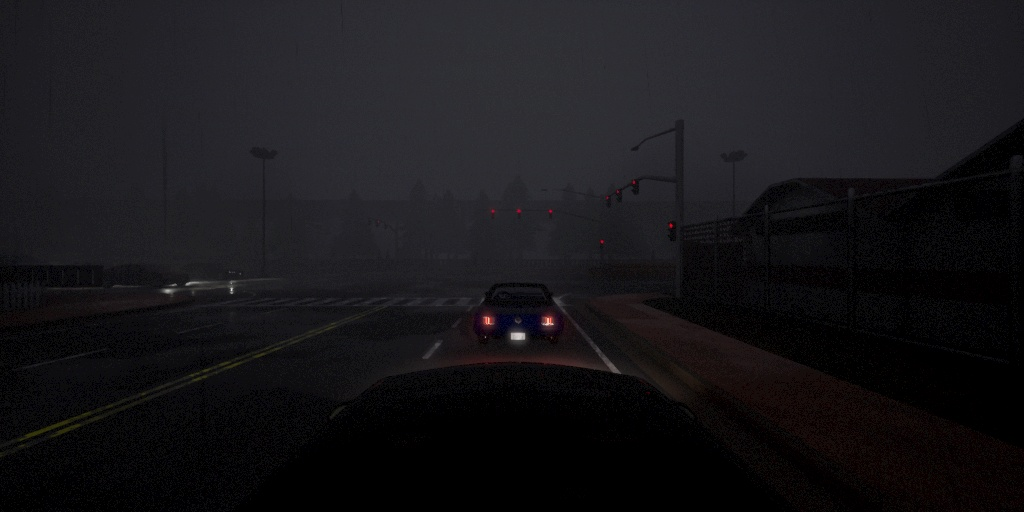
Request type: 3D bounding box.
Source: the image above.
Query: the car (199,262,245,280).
[{"bbox_3d":[-25.313,1.248,30.167,4.892,1.490,1.837,0,0,-1],"label":"car"}]

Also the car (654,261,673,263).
[{"bbox_3d":[17.205,1.276,41.554,4.674,1.442,1.812,0,0,-1],"label":"car"}]

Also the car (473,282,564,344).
[{"bbox_3d":[0.193,1.351,9.541,1.895,1.301,4.718,0,0,2],"label":"car"}]

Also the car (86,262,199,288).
[{"bbox_3d":[-23.791,1.226,23.189,5.008,1.535,1.882,0,0,-1],"label":"car"}]

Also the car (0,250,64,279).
[{"bbox_3d":[-37.261,0.815,26.472,5.566,2.045,2.150,2,0,-1],"label":"car"}]

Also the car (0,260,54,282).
[{"bbox_3d":[-33.341,1.189,23.038,4.902,1.511,2.128,1,0,-1],"label":"car"}]

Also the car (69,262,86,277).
[{"bbox_3d":[-35.017,1.213,30.012,5.357,1.411,2.033,1,0,-1],"label":"car"}]
